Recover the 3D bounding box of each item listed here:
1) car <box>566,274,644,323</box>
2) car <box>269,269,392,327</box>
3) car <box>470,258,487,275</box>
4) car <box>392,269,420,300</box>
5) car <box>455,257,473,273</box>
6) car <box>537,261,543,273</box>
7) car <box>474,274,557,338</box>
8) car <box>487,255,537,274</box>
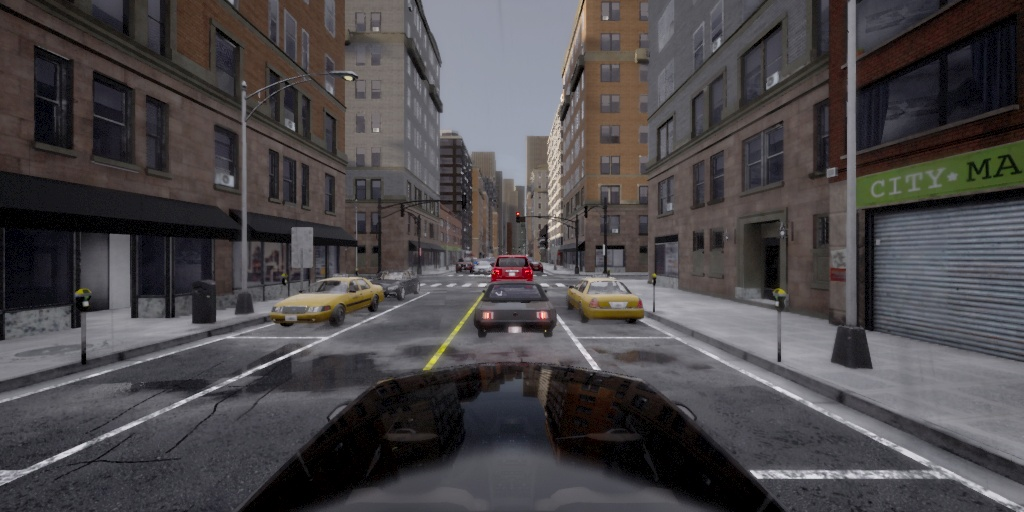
[{"bbox_3d":[2.860,1.276,11.947,1.751,1.417,4.829,0,0,0],"label":"car"},{"bbox_3d":[-5.666,1.276,11.610,1.751,1.417,4.829,0,0,0],"label":"car"},{"bbox_3d":[-3.091,1.285,39.036,1.812,1.442,4.674,0,0,0],"label":"car"},{"bbox_3d":[-5.664,1.302,17.305,2.007,1.370,4.403,0,0,0],"label":"car"},{"bbox_3d":[-5.656,1.078,44.079,2.192,1.841,5.009,0,0,0],"label":"car"},{"bbox_3d":[2.869,1.308,44.076,1.888,1.381,4.507,0,0,0],"label":"car"},{"bbox_3d":[0.084,1.351,10.187,1.895,1.301,4.718,0,0,0],"label":"car"},{"bbox_3d":[0.006,0.974,19.957,2.150,2.045,5.566,0,0,0],"label":"car"}]
